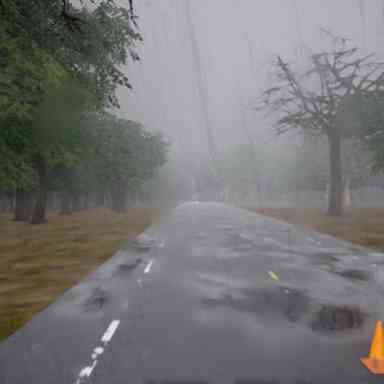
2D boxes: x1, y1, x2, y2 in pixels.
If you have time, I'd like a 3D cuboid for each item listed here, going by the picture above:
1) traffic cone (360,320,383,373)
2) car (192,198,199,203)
[{"bbox_3d":[2.443,1.976,4.338,0.340,0.580,0.340,0,0,0],"label":"traffic cone"},{"bbox_3d":[0.934,2.235,91.996,1.994,1.385,4.181,0,-1,0],"label":"car"}]
